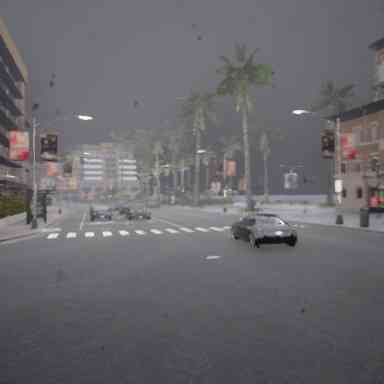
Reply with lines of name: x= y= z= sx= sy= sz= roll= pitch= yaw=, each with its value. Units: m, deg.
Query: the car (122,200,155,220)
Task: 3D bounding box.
car: x=-5.451 y=1.811 z=33.359 sx=2.097 sy=1.767 sz=4.553 roll=0 pitch=-1 yaw=-17

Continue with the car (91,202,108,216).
car: x=-11.565 y=2.099 z=41.406 sx=1.882 sy=1.535 sz=5.008 roll=0 pitch=-1 yaw=-17

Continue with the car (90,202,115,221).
car: x=-8.850 y=2.012 z=32.503 sx=1.812 sy=1.442 sz=4.674 roll=0 pitch=-1 yaw=-17

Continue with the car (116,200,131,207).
car: x=-14.657 y=2.440 z=71.023 sx=1.812 sy=1.442 sz=4.674 roll=0 pitch=-1 yaw=-29

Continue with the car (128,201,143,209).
car: x=-10.558 y=2.416 z=61.938 sx=1.994 sy=1.385 sz=4.181 roll=0 pitch=-1 yaw=-21

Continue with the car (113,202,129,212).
car: x=-11.302 y=2.298 z=52.618 sx=2.033 sy=1.411 sz=5.357 roll=0 pitch=-1 yaw=-17

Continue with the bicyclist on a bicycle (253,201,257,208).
bicyclist on a bicycle: x=7.389 y=1.706 z=40.889 sx=1.656 sy=1.620 sz=0.582 roll=-1 pitch=-1 yaw=-17

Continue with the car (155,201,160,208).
car: x=-7.470 y=2.403 z=63.674 sx=1.994 sy=1.385 sz=4.181 roll=0 pitch=-1 yaw=-21

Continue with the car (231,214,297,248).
car: x=3.288 y=1.721 z=15.912 sx=1.994 sy=1.385 sz=4.181 roll=0 pitch=-1 yaw=-10

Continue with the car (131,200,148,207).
car: x=-11.555 y=2.422 z=72.645 sx=2.128 sy=1.511 sz=4.902 roll=0 pitch=-1 yaw=-29

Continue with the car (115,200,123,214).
car: x=-8.209 y=2.144 z=42.416 sx=2.033 sy=1.411 sz=5.357 roll=0 pitch=-1 yaw=-17

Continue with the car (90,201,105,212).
car: x=-14.668 y=2.267 z=51.515 sx=2.128 sy=1.511 sz=4.902 roll=0 pitch=-1 yaw=-17
